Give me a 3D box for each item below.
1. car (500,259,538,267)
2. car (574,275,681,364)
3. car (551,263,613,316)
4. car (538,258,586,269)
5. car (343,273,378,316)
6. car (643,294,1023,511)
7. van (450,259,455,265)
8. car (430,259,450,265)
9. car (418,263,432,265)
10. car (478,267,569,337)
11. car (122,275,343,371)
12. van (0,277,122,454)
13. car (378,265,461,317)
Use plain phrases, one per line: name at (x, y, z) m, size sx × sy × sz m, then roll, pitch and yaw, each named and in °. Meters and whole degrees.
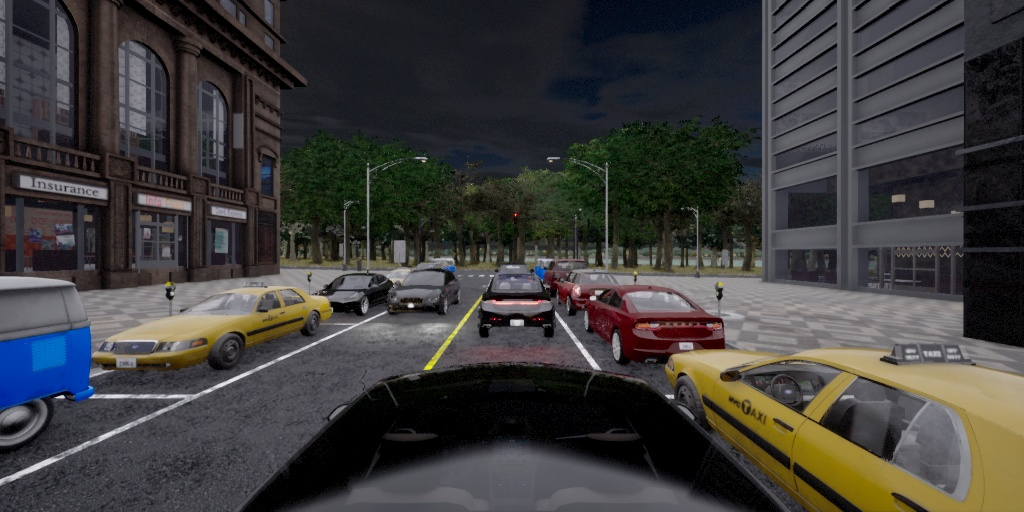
car at (0.128, 1.103, 19.200) m, size 2.097 × 1.767 × 4.553 m, roll 0°, pitch 0°, yaw 1°
car at (2.771, 1.295, 7.921) m, size 1.888 × 1.381 × 4.507 m, roll 0°, pitch 0°, yaw 0°
car at (2.780, 1.190, 13.358) m, size 1.967 × 1.591 × 4.097 m, roll 0°, pitch 0°, yaw 0°
car at (2.788, 1.066, 18.795) m, size 2.192 × 1.841 × 5.009 m, roll 0°, pitch 0°, yaw 0°
car at (-5.745, 1.316, 13.371) m, size 1.948 × 1.339 × 4.313 m, roll 0°, pitch 0°, yaw 0°
car at (2.763, 1.275, 2.653) m, size 1.751 × 1.417 × 4.829 m, roll 0°, pitch 0°, yaw 0°
van at (-5.720, 1.095, 29.684) m, size 1.690 × 1.789 × 3.998 m, roll 0°, pitch 0°, yaw 0°
car at (-5.728, 1.192, 24.246) m, size 1.967 × 1.591 × 4.097 m, roll 0°, pitch 0°, yaw 0°
car at (-5.737, 1.277, 18.639) m, size 1.751 × 1.417 × 4.829 m, roll 0°, pitch 0°, yaw 0°
car at (0.113, 1.242, 10.235) m, size 2.128 × 1.511 × 4.902 m, roll 0°, pitch 0°, yaw 0°
car at (-5.754, 1.275, 7.764) m, size 1.751 × 1.417 × 4.829 m, roll 0°, pitch 0°, yaw 0°
van at (-5.762, 1.091, 2.496) m, size 1.690 × 1.789 × 3.998 m, roll 0°, pitch 0°, yaw 0°
car at (-3.072, 1.254, 13.359) m, size 1.837 × 1.490 × 4.892 m, roll 0°, pitch 0°, yaw 0°
